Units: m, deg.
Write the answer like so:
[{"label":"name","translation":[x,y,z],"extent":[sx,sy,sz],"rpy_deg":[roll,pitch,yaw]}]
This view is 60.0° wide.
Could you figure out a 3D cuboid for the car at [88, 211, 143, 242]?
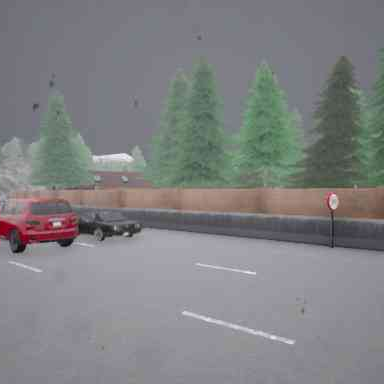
[{"label":"car","translation":[-4.675,1.616,16.583],"extent":[4.718,1.301,1.895],"rpy_deg":[0,0,41]}]

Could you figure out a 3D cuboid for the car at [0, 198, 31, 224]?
[{"label":"car","translation":[-14.431,1.366,25.856],"extent":[2.097,1.767,4.553],"rpy_deg":[0,0,-44]}]

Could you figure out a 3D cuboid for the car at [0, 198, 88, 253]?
[{"label":"car","translation":[-6.965,1.258,13.936],"extent":[5.566,2.045,2.150],"rpy_deg":[0,0,41]}]
